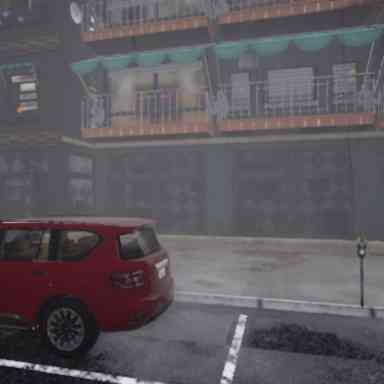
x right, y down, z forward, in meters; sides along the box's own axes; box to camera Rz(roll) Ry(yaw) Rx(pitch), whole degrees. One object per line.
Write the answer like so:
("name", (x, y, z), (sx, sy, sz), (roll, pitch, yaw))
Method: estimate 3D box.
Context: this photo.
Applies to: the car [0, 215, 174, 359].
("car", (-2.782, 1.334, 5.718), (5.009, 1.841, 2.192), (0, 0, 14))
